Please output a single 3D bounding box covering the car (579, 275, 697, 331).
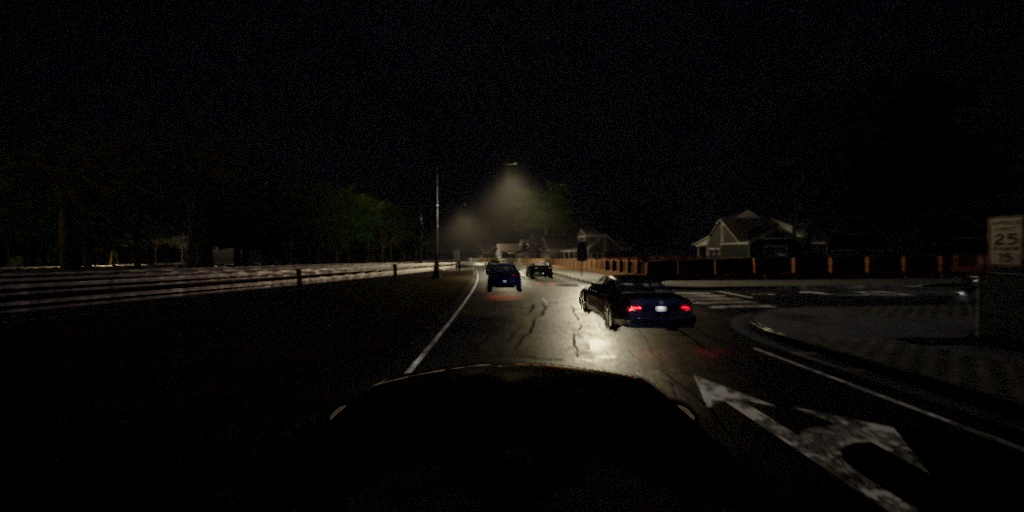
[{"bbox_3d":[3.438,1.280,10.925,2.033,1.411,5.357,0,0,-1],"label":"car"}]

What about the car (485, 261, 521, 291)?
[{"bbox_3d":[-0.517,1.203,21.774,1.882,1.535,5.008,0,0,-3],"label":"car"}]

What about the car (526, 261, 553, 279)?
[{"bbox_3d":[2.336,1.201,31.419,2.128,1.511,4.902,0,0,-5],"label":"car"}]

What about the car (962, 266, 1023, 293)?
[{"bbox_3d":[24.950,0.913,17.354,4.902,1.511,2.128,-1,1,-1],"label":"car"}]
